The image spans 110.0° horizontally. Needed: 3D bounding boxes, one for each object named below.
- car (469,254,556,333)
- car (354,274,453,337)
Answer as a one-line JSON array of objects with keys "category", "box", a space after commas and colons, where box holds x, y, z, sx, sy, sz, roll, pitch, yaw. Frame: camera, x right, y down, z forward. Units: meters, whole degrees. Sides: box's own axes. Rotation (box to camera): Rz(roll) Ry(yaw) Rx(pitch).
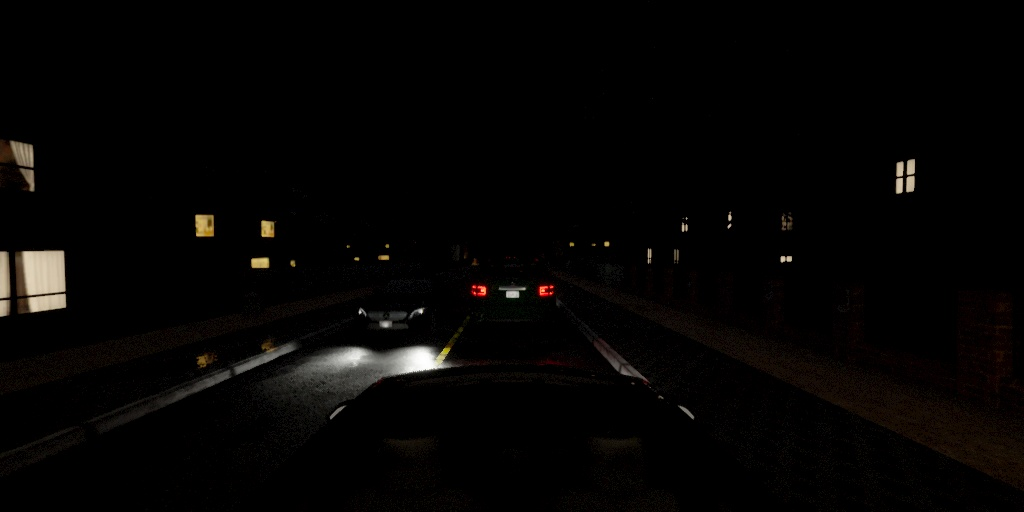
[{"category": "car", "box": [0.032, 0.969, 10.813, 2.150, 2.045, 5.566, 0, 0, 0]}, {"category": "car", "box": [-2.870, 1.273, 10.465, 1.812, 1.442, 4.674, 0, 0, 0]}]
